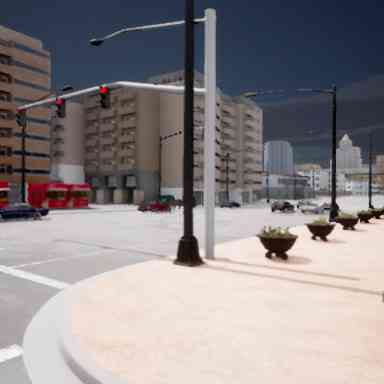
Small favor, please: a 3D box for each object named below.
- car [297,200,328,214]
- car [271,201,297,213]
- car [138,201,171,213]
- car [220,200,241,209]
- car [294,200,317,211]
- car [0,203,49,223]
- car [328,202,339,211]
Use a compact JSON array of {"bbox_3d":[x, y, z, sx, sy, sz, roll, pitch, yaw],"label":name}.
[{"bbox_3d":[15.216,2.050,41.935,1.895,1.301,4.718,0,-1,35],"label":"car"},{"bbox_3d":[11.803,1.918,43.176,1.837,1.490,4.892,0,-1,36],"label":"car"},{"bbox_3d":[-4.337,1.723,38.693,1.994,1.385,4.181,0,-1,35],"label":"car"},{"bbox_3d":[6.191,2.037,53.540,1.994,1.385,4.181,0,-1,35],"label":"car"},{"bbox_3d":[17.659,2.055,51.605,2.128,1.511,4.902,0,-1,35],"label":"car"},{"bbox_3d":[-13.619,1.551,25.462,1.895,1.301,4.718,0,0,35],"label":"car"},{"bbox_3d":[20.532,2.149,49.606,1.994,1.385,4.181,0,-1,35],"label":"car"}]
